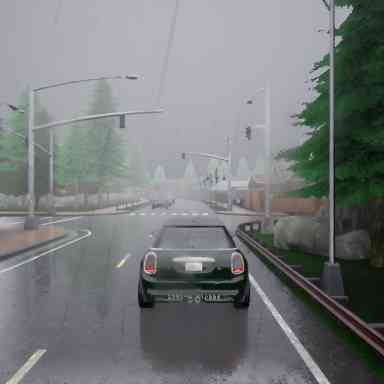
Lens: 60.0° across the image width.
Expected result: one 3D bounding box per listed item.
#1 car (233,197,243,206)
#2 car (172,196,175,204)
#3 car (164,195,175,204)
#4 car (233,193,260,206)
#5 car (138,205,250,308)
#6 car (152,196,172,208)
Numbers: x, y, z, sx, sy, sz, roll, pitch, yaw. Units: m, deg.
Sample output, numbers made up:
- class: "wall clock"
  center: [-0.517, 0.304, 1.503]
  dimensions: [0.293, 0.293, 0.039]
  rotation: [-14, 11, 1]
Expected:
- class: "car"
  center: [8.791, 1.144, 48.803]
  dimensions: [4.605, 1.855, 1.932]
  rotation: [0, 0, -1]
- class: "car"
  center: [-4.187, 1.571, 53.622]
  dimensions: [1.895, 1.301, 4.718]
  rotation: [0, 0, 0]
- class: "car"
  center: [-4.270, 1.448, 63.799]
  dimensions: [1.882, 1.535, 5.008]
  rotation: [0, 0, 0]
- class: "car"
  center: [8.374, 1.146, 51.312]
  dimensions: [3.866, 1.878, 1.905]
  rotation: [0, 0, -1]
- class: "car"
  center: [0.053, 1.352, 8.066]
  dimensions: [2.097, 1.767, 4.553]
  rotation: [0, 0, 1]
- class: "car"
  center: [-4.101, 1.535, 43.767]
  dimensions: [1.994, 1.385, 4.181]
  rotation: [0, 0, -1]
